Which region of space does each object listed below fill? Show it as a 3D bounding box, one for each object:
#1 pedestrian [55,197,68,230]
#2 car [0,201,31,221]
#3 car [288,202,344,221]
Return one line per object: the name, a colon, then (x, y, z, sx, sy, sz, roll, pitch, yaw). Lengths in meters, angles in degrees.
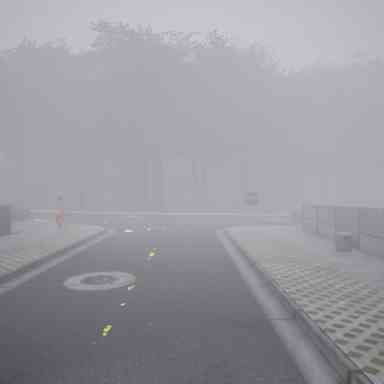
pedestrian: (-7.023, 1.132, 17.791, 0.375, 1.860, 0.375, -1, 1, 0)
car: (-13.956, 1.358, 24.053, 4.181, 1.385, 1.994, 1, 1, 0)
car: (10.246, 1.545, 27.080, 4.674, 1.442, 1.812, 0, 1, 0)
